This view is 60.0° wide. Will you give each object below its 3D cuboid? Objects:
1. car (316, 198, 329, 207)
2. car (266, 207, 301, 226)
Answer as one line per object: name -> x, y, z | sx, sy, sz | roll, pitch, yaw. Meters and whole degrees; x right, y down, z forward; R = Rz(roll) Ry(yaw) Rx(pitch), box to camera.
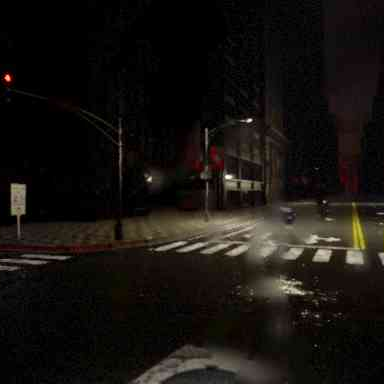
car -> 23.093, 1.835, 58.733 | 1.837, 1.490, 4.892 | -1, 2, 26
car -> 6.968, 1.804, 25.134 | 1.994, 1.385, 4.181 | -1, 0, 26
